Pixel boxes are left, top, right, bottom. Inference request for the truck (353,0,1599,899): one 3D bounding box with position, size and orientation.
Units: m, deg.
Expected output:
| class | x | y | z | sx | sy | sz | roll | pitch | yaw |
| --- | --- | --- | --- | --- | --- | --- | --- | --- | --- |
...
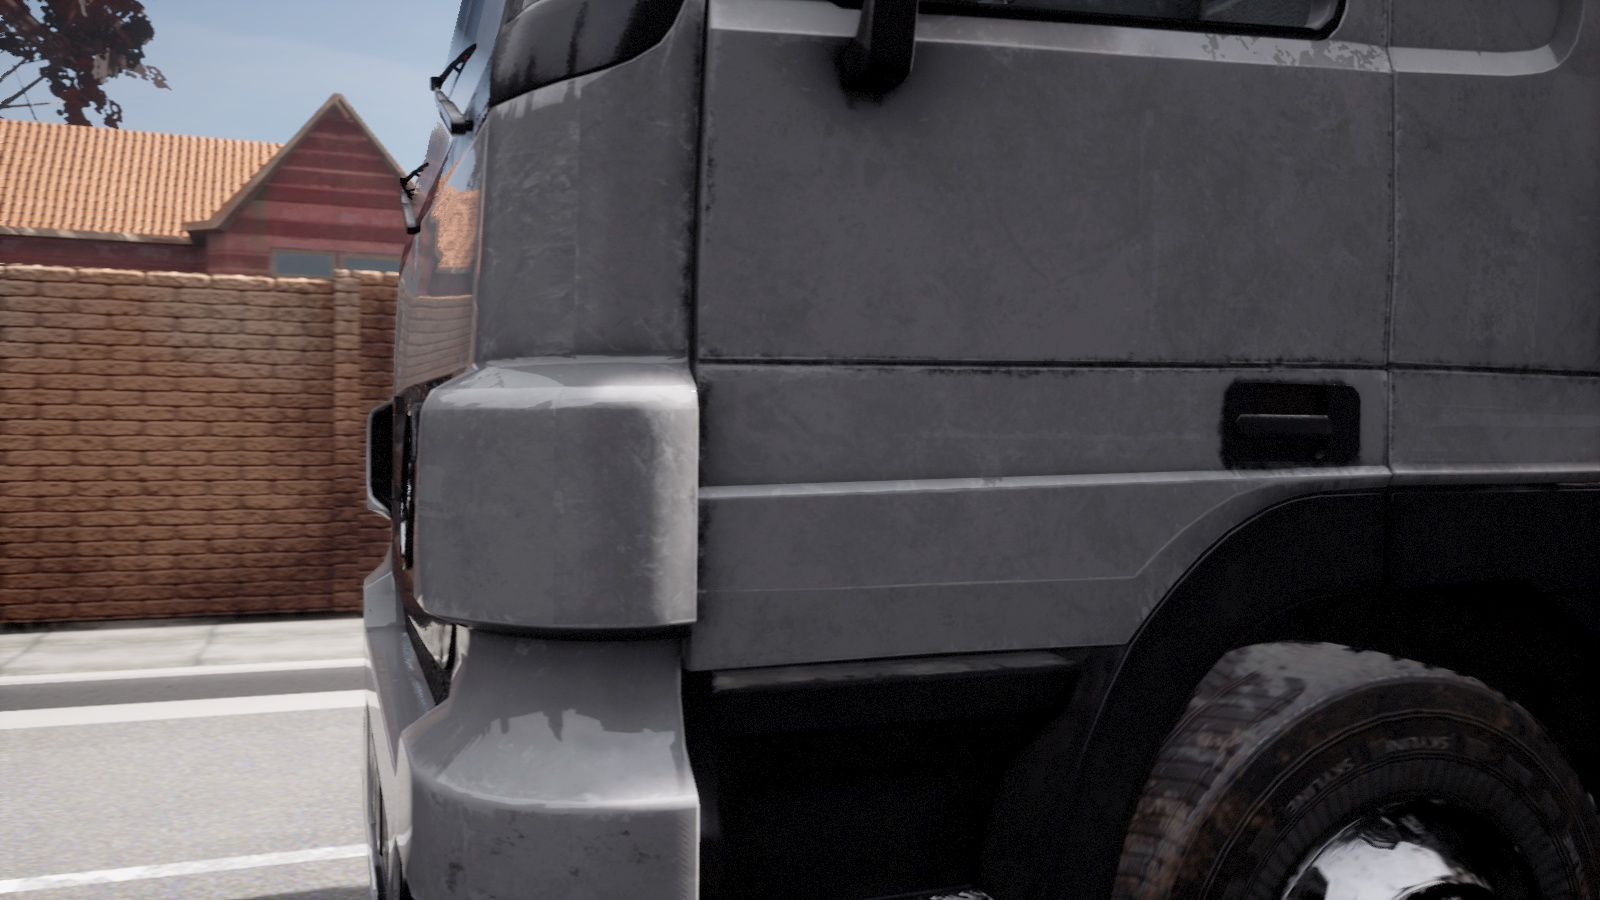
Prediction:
| class | x | y | z | sx | sy | sz | roll | pitch | yaw |
| --- | --- | --- | --- | --- | --- | --- | --- | --- | --- |
| truck | 2.744 | -0.283 | 4.269 | 7.936 | 3.462 | 2.891 | -1 | 1 | -21 |
